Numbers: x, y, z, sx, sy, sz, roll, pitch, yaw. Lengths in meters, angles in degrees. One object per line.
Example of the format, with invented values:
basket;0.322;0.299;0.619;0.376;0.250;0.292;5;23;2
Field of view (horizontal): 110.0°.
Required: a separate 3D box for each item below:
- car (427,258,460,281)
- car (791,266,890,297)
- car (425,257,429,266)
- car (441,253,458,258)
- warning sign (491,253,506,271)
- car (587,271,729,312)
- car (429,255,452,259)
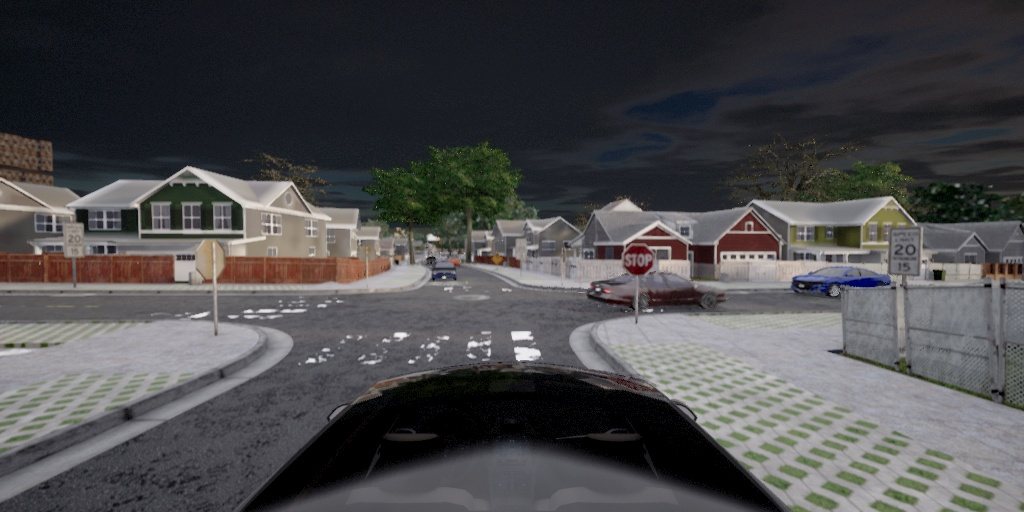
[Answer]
car;-5.212;1.108;27.849;2.033;1.411;5.357;0;0;-10
car;17.425;1.292;19.082;5.008;1.535;1.882;1;2;-13
car;-13.671;0.861;60.554;1.837;1.490;4.892;-1;1;-17
car;-9.551;0.681;56.805;2.097;1.767;4.553;-1;1;-17
warning sign;-1.591;0.578;37.819;1.300;1.860;1.060;0;0;-13
car;5.684;1.322;14.085;5.357;1.411;2.033;0;2;-14
car;-8.661;0.991;43.718;2.033;1.411;5.357;0;1;-15
